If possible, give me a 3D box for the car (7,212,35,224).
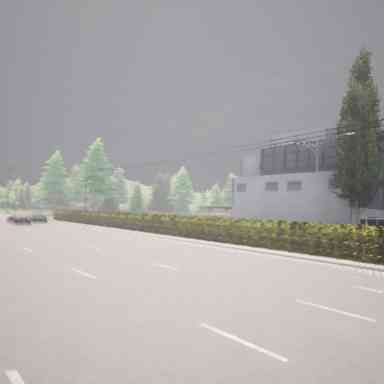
[{"bbox_3d":[-21.350,3.288,41.057,1.895,1.301,4.718,5,-5,-40],"label":"car"}]

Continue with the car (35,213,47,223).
[{"bbox_3d":[-22.267,3.623,47.616,1.994,1.385,4.181,5,-5,-40],"label":"car"}]
